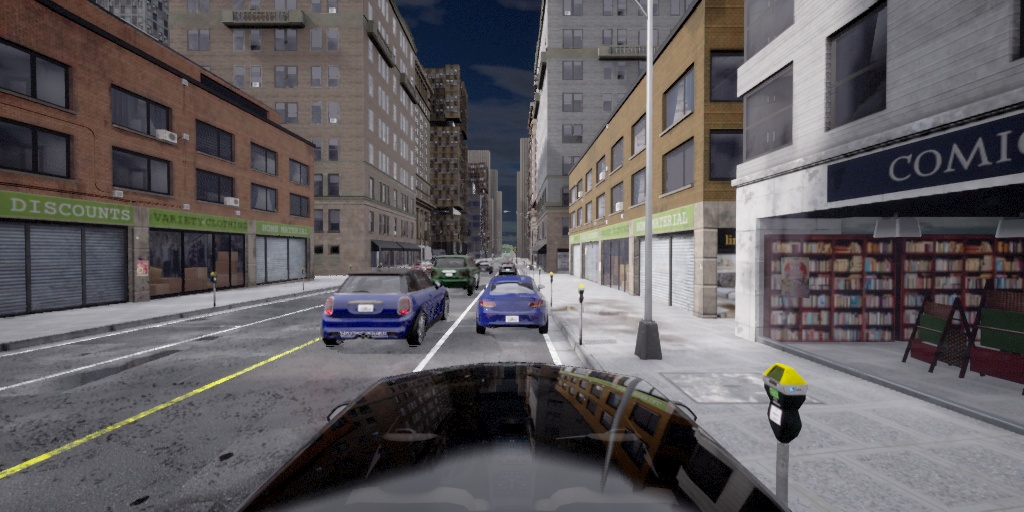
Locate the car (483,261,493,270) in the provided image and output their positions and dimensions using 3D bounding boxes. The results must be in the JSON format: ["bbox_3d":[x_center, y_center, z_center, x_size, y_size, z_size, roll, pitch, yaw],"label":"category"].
[{"bbox_3d":[-3.152,1.277,41.413,1.812,1.442,4.674,0,0,0],"label":"car"}]

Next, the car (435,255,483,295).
[{"bbox_3d":[-3.041,0.972,19.943,2.150,2.045,5.566,0,0,0],"label":"car"}]

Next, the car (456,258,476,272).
[{"bbox_3d":[-6.152,1.104,48.338,2.097,1.767,4.553,0,0,0],"label":"car"}]

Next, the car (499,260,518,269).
[{"bbox_3d":[-0.382,1.315,34.934,1.948,1.339,4.313,0,0,0],"label":"car"}]

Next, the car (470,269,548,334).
[{"bbox_3d":[0.004,1.274,10.501,1.812,1.442,4.674,0,0,0],"label":"car"}]

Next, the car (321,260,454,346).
[{"bbox_3d":[-3.045,1.102,9.578,2.097,1.767,4.553,0,0,0],"label":"car"}]
